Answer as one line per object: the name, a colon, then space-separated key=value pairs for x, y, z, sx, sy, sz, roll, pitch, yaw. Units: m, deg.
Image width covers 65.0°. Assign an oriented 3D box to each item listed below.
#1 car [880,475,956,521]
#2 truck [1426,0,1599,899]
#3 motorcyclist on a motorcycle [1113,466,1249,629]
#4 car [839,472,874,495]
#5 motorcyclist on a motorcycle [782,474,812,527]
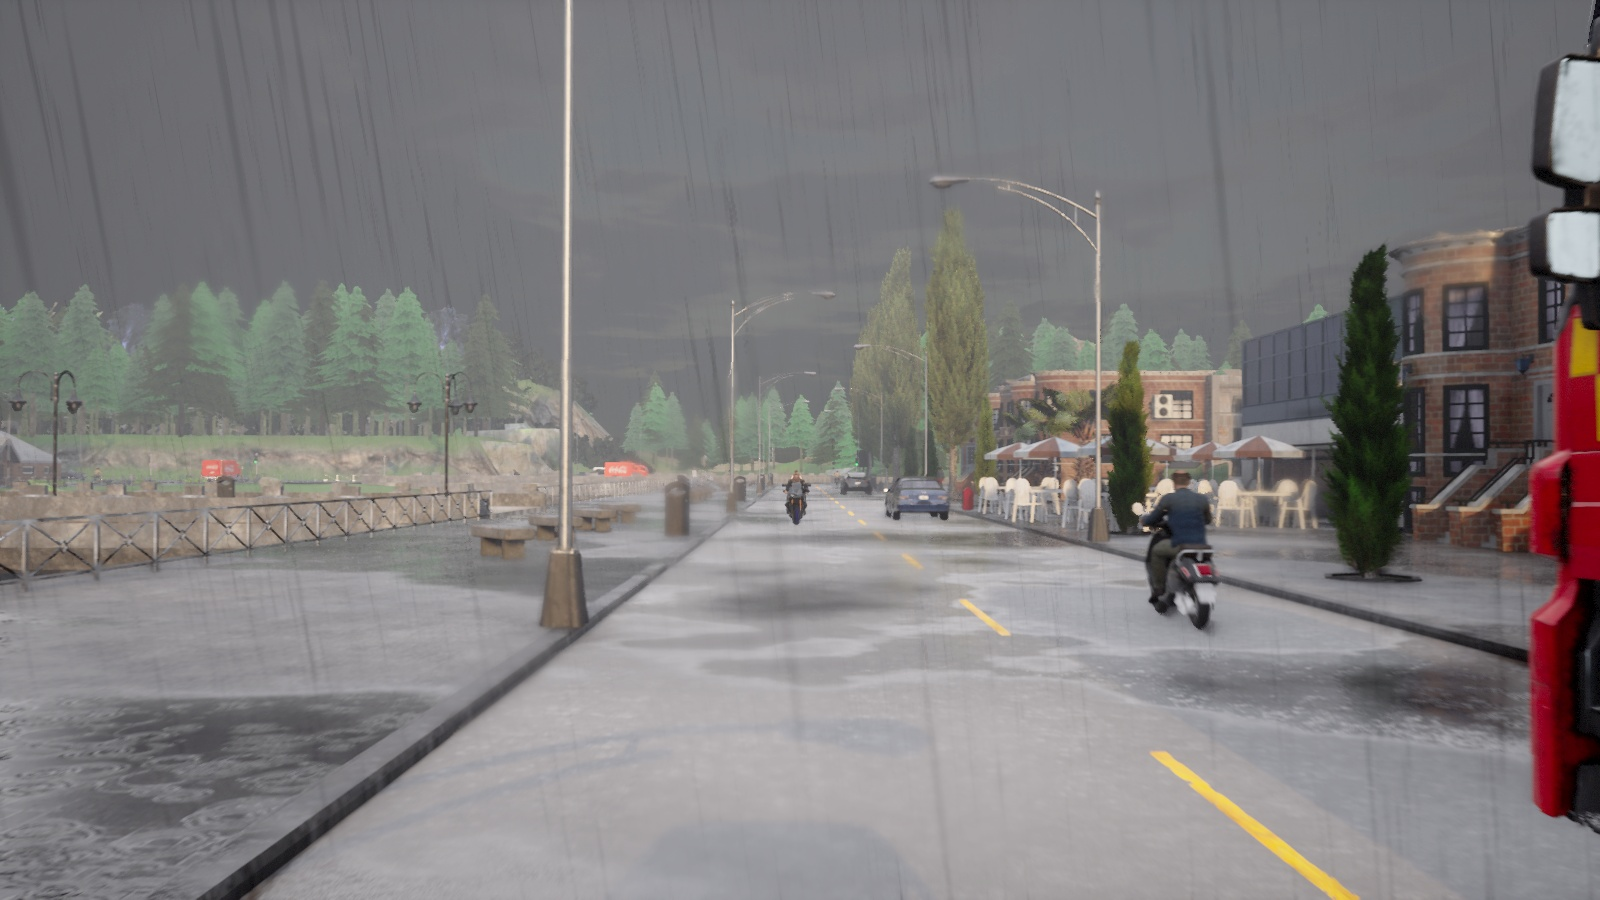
car: x=3.890 y=1.552 z=42.159 sx=2.033 sy=1.411 sz=5.357 roll=0 pitch=-1 yaw=0
truck: x=3.993 y=-0.352 z=0.818 sx=2.891 sy=3.827 sz=8.468 roll=0 pitch=-1 yaw=0
motorcyclist on a motorcycle: x=3.964 y=0.974 z=13.224 sx=0.866 sy=1.590 sz=1.817 roll=0 pitch=-1 yaw=0
car: x=3.780 y=2.218 z=84.766 sx=2.163 sy=1.488 sz=4.792 roll=0 pitch=-1 yaw=0
motorcyclist on a motorcycle: x=-0.097 y=1.473 z=37.215 sx=0.866 sy=1.530 sz=2.191 roll=0 pitch=-1 yaw=0
